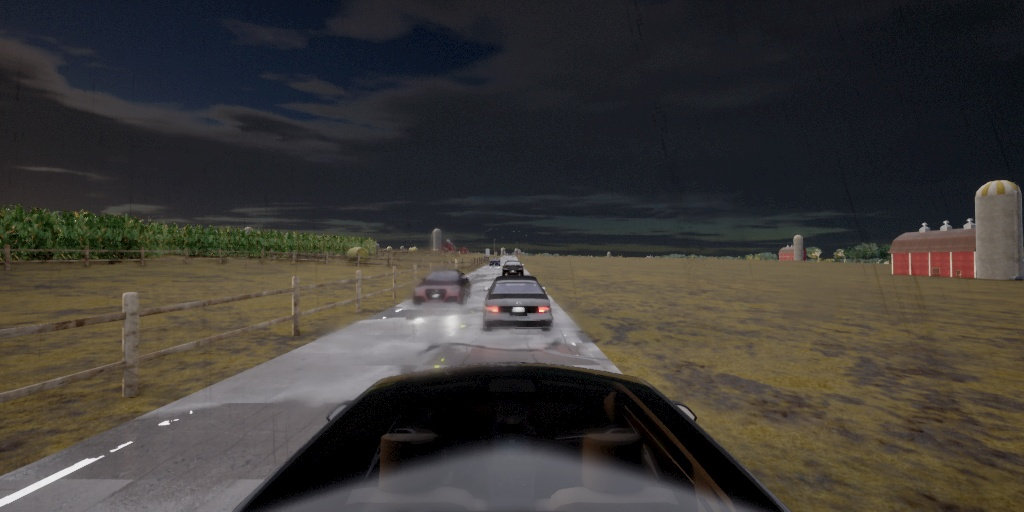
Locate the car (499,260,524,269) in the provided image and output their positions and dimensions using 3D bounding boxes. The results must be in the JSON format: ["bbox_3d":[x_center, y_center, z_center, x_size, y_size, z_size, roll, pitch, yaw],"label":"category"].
[{"bbox_3d":[0.083,1.130,33.055,1.882,1.535,5.008,0,0,0],"label":"car"}]

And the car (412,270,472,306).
[{"bbox_3d":[-2.858,1.295,15.436,1.994,1.385,4.181,0,0,0],"label":"car"}]

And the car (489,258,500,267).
[{"bbox_3d":[-2.782,1.048,59.183,2.033,1.411,5.357,0,1,0],"label":"car"}]

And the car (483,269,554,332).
[{"bbox_3d":[0.111,1.289,10.839,2.033,1.411,5.357,0,0,-1],"label":"car"}]
